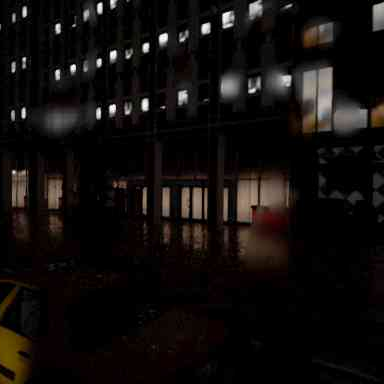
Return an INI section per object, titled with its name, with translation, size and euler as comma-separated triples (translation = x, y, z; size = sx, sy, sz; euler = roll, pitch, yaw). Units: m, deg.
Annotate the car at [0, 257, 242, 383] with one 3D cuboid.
[car]
translation = -1.787, 1.497, 4.149
size = 4.829, 1.417, 1.752
euler = 1, 1, 36
